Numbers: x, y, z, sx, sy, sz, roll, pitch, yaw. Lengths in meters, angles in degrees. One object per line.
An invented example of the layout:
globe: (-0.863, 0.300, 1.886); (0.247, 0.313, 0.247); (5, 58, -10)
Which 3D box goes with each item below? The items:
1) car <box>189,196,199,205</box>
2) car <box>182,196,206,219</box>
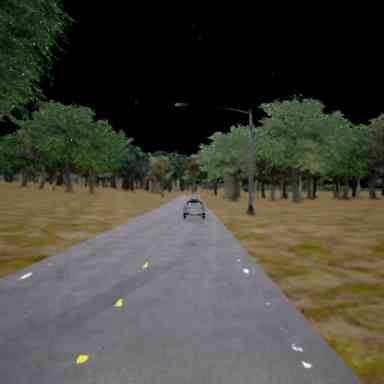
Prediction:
car: (0.378, 1.468, 59.609); (1.837, 1.490, 4.892); (-1, -1, 1)
car: (0.189, 1.484, 29.296); (2.033, 1.649, 4.856); (0, 0, 1)
